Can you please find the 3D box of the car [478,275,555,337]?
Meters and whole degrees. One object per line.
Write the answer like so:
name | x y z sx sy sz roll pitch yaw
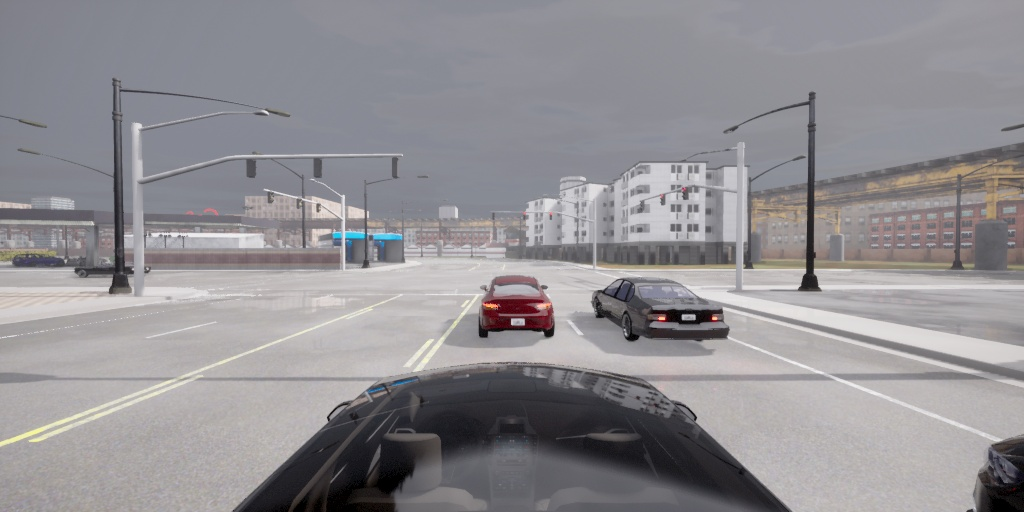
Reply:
car | 0.071 1.256 10.074 1.812 1.442 4.674 0 0 -1

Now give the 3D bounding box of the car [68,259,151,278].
car | -33.707 1.135 30.268 4.718 1.301 1.895 0 1 -1

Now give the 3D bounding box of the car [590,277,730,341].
car | 3.582 1.282 9.790 2.033 1.411 5.357 0 0 0
